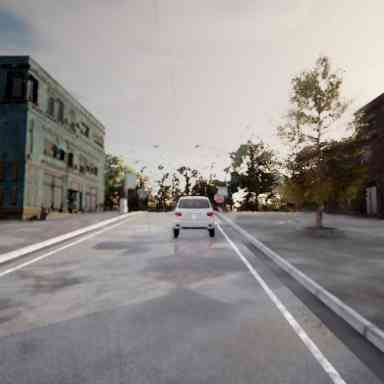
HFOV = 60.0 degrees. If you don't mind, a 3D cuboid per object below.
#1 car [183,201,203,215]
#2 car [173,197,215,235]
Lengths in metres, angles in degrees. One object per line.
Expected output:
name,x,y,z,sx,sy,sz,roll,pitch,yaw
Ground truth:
car,0.103,1.734,36.753,2.033,1.411,5.357,0,-2,0
car,0.101,1.266,19.032,2.150,2.045,5.566,0,0,0
